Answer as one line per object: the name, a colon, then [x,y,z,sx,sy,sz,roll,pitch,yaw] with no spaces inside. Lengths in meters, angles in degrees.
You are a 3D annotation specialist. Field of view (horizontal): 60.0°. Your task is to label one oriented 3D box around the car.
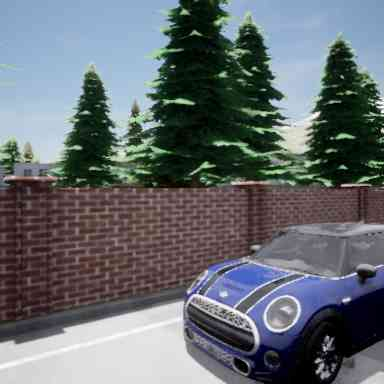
car: [2.083,1.343,5.422,4.553,1.767,2.097,0,0,-35]
